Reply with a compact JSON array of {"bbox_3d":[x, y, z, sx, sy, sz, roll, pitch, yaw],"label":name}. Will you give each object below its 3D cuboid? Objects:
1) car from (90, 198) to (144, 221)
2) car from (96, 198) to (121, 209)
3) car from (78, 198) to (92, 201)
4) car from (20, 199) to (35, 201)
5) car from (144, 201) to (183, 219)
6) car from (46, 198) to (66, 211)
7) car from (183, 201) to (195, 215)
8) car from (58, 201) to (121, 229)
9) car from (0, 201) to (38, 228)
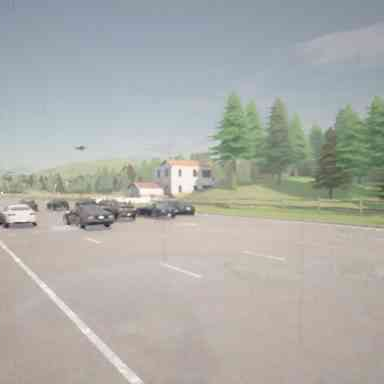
[{"bbox_3d":[-6.119,1.495,26.728,2.128,1.511,4.902,0,0,-36],"label":"car"},{"bbox_3d":[-11.797,1.580,46.669,1.994,1.385,4.181,0,0,-36],"label":"car"},{"bbox_3d":[-14.118,1.542,43.897,1.837,1.490,4.892,0,0,-36],"label":"car"},{"bbox_3d":[-19.744,1.577,39.733,2.128,1.511,4.902,0,0,-36],"label":"car"},{"bbox_3d":[-3.120,1.579,28.551,1.895,1.301,4.718,0,0,-36],"label":"car"},{"bbox_3d":[-16.938,1.566,41.825,1.837,1.490,4.892,0,0,-36],"label":"car"},{"bbox_3d":[-1.504,1.525,32.306,1.994,1.385,4.181,0,0,-36],"label":"car"},{"bbox_3d":[-6.840,1.563,21.727,2.033,1.411,5.357,0,0,-36],"label":"car"},{"bbox_3d":[-11.993,1.578,22.884,1.812,1.442,4.674,0,0,-36],"label":"car"}]
